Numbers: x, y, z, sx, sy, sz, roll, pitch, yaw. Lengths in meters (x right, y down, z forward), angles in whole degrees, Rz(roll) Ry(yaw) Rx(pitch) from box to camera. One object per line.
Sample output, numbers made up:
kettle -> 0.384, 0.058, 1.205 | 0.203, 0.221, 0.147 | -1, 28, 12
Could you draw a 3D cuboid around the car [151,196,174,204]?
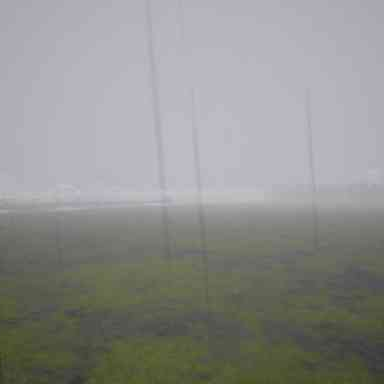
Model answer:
car -> -5.578, 1.487, 64.117 | 2.033, 1.411, 5.357 | 1, 0, 34
